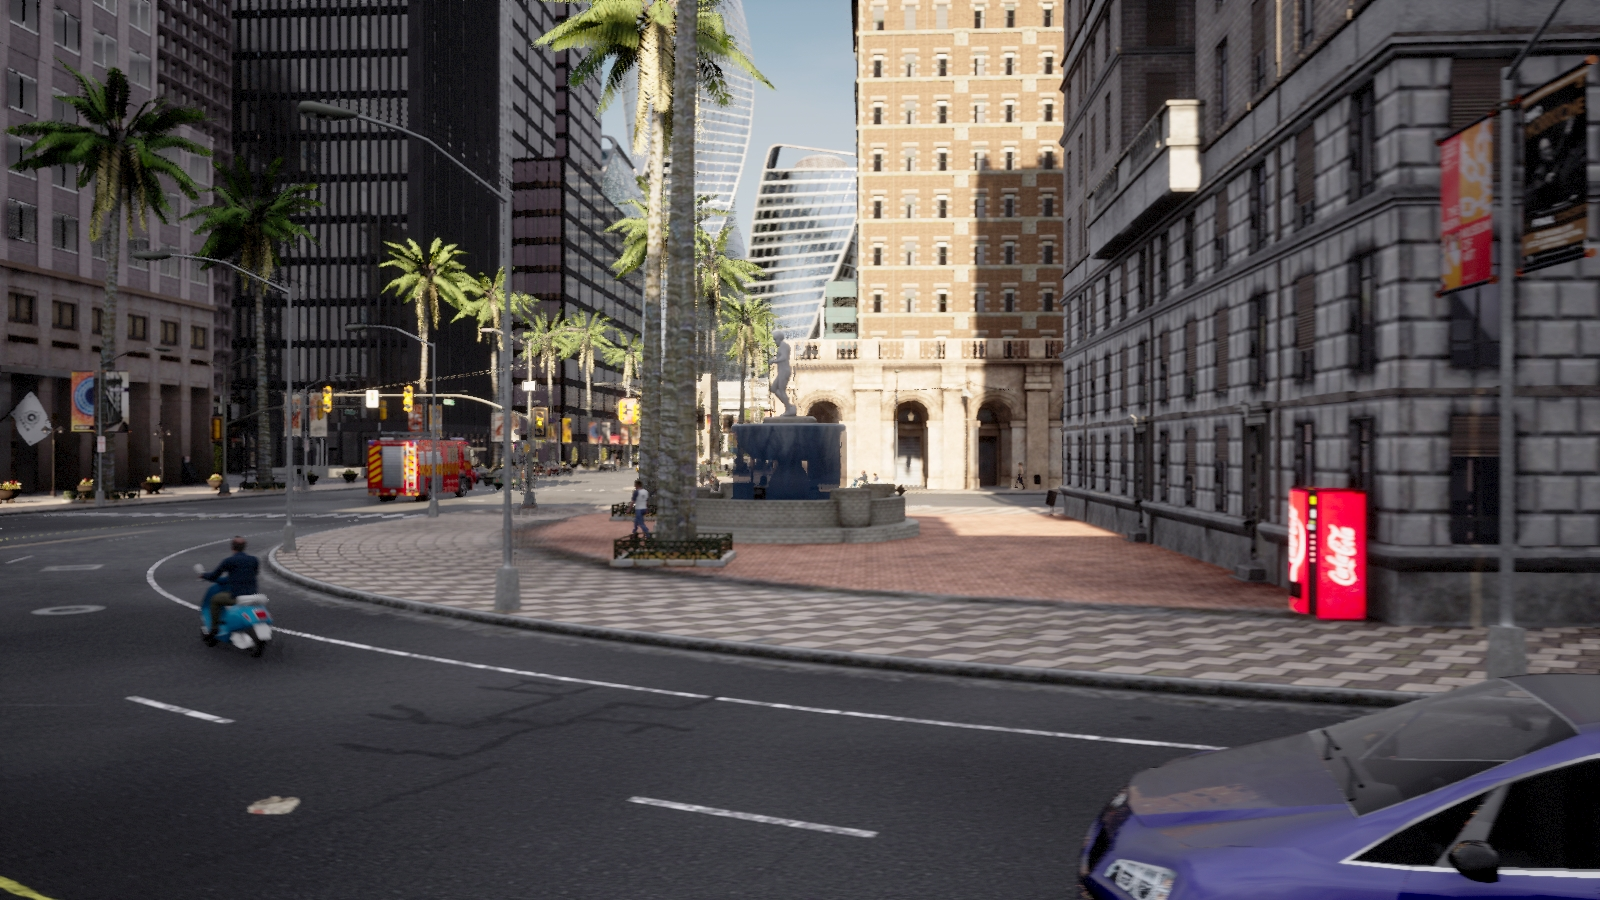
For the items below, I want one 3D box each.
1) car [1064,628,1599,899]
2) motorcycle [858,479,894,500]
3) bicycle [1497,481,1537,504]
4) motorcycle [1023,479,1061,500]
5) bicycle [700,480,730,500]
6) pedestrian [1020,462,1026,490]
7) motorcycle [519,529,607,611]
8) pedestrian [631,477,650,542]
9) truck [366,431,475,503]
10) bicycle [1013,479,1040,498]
[{"bbox_3d":[3.720,1.970,5.538,4.611,1.667,2.242,0,0,17],"label":"car"},{"bbox_3d":[4.358,2.240,65.365,2.033,1.145,0.803,0,0,3],"label":"motorcycle"},{"bbox_3d":[37.575,2.240,59.894,1.835,1.171,0.329,0,0,6],"label":"bicycle"},{"bbox_3d":[13.710,2.241,64.779,2.033,1.145,0.803,0,0,2],"label":"motorcycle"},{"bbox_3d":[-4.891,2.282,65.461,1.487,1.080,0.859,0,0,29],"label":"bicycle"},{"bbox_3d":[14.775,1.729,75.702,0.375,1.860,0.375,0,0,-3],"label":"pedestrian"},{"bbox_3d":[-4.411,2.178,21.113,0.764,1.277,2.356,0,0,-34],"label":"motorcycle"},{"bbox_3d":[-4.601,1.709,32.995,0.375,1.860,0.375,0,0,33],"label":"pedestrian"},{"bbox_3d":[-21.525,0.914,65.341,2.891,3.827,8.468,0,0,4],"label":"truck"},{"bbox_3d":[13.504,2.286,68.242,1.487,1.080,0.859,0,0,5],"label":"bicycle"}]
